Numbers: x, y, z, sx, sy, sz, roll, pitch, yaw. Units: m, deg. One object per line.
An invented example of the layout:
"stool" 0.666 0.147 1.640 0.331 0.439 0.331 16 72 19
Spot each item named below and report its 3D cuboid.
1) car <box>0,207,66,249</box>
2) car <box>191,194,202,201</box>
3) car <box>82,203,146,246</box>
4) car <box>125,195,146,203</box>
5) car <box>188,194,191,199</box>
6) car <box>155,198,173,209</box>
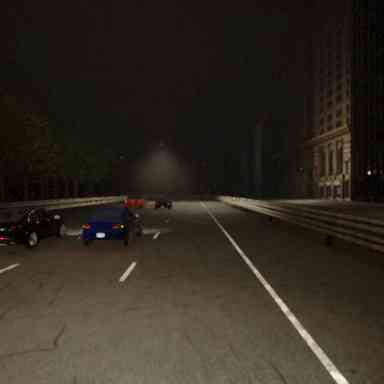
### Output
"car" -6.896 1.406 13.938 1.837 1.490 4.892 0 0 0
"car" 1.242 1.349 75.059 1.812 1.442 4.674 0 0 0
"car" -3.396 1.422 14.670 1.812 1.442 4.674 0 0 0
"car" -6.892 1.164 40.816 2.097 1.767 4.553 0 0 0
"car" 0.021 1.301 93.508 1.994 1.385 4.181 0 0 0
"car" -3.391 1.413 40.808 1.895 1.301 4.718 0 0 0
